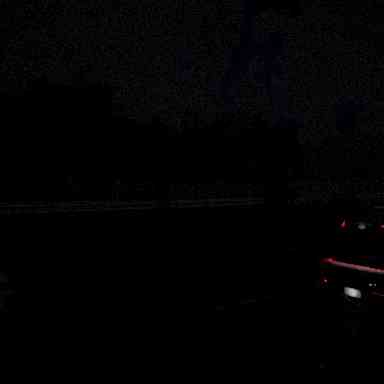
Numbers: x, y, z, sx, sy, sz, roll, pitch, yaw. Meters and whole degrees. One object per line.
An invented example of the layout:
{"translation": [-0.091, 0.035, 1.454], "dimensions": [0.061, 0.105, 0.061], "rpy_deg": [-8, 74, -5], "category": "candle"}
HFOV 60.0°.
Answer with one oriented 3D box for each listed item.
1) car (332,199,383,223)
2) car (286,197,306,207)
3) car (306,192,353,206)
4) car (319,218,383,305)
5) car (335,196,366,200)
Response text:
{"translation": [8.148, 1.331, 13.727], "dimensions": [4.553, 1.767, 2.097], "rpy_deg": [0, 0, -35], "category": "car"}
{"translation": [12.956, 1.315, 38.426], "dimensions": [4.674, 1.442, 1.812], "rpy_deg": [-1, 1, -34], "category": "car"}
{"translation": [15.200, 1.008, 35.728], "dimensions": [5.566, 2.045, 2.150], "rpy_deg": [-1, 1, -34], "category": "car"}
{"translation": [4.744, 1.497, 7.099], "dimensions": [4.902, 1.511, 2.128], "rpy_deg": [0, 0, -35], "category": "car"}
{"translation": [16.802, 1.343, 32.597], "dimensions": [5.357, 1.411, 2.033], "rpy_deg": [-1, 1, -34], "category": "car"}
